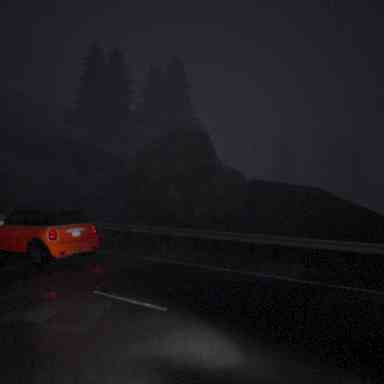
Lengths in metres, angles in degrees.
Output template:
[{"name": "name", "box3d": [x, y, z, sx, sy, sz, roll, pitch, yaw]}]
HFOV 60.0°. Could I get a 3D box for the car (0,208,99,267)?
[{"name": "car", "box3d": [-5.430, 1.328, 11.582, 4.553, 1.767, 2.097, 0, 0, 32]}]
